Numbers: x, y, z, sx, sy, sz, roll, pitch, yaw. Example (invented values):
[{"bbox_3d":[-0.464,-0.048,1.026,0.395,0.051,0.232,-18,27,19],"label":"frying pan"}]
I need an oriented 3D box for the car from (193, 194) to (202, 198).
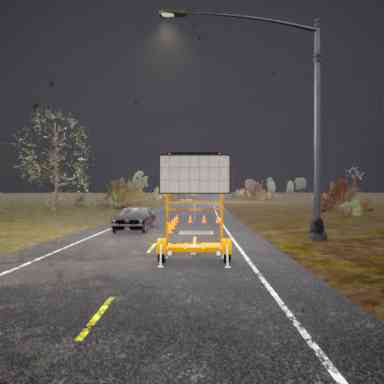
[{"bbox_3d":[1.607,1.097,91.287,2.150,2.045,5.566,0,0,6],"label":"car"}]

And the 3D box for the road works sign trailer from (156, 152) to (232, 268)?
[{"bbox_3d":[0.088,0.463,11.274,2.380,3.560,2.880,0,0,1],"label":"road works sign trailer"}]

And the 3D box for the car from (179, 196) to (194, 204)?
[{"bbox_3d":[-1.182,1.586,61.578,1.895,1.301,4.718,0,0,5],"label":"car"}]

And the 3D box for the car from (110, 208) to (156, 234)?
[{"bbox_3d":[-3.314,1.599,19.443,1.895,1.301,4.718,0,0,1],"label":"car"}]
